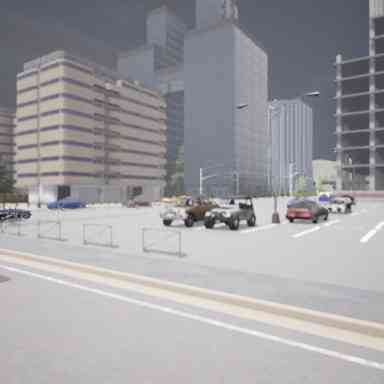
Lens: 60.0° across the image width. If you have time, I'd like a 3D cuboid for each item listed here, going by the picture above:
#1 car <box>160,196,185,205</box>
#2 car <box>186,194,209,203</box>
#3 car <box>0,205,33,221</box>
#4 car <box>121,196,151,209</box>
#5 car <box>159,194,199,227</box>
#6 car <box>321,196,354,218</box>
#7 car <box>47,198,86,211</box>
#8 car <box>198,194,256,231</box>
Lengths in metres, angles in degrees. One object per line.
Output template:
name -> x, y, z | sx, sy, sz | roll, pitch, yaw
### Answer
car -> -3.445, 1.534, 60.414 | 1.882, 1.535, 5.008 | 0, 0, 34
car -> 0.994, 1.205, 60.709 | 1.837, 1.490, 4.892 | 0, 0, 34
car -> -14.687, 1.640, 25.134 | 1.895, 1.301, 4.718 | 0, 0, 33
car -> -7.981, 1.403, 47.474 | 2.097, 1.767, 4.553 | 0, 0, 34
car -> -0.004, 1.172, 21.395 | 1.932, 1.855, 4.605 | 0, 0, 34
car -> 14.379, 1.406, 32.695 | 1.970, 1.475, 3.806 | 0, 0, 34
car -> -15.824, 1.533, 42.064 | 1.882, 1.535, 5.008 | 0, 0, 34
car -> 2.365, 1.170, 19.730 | 1.905, 1.878, 3.866 | 0, 0, 34
